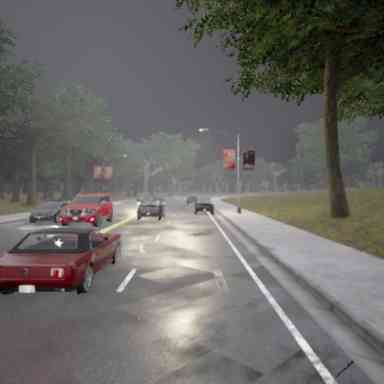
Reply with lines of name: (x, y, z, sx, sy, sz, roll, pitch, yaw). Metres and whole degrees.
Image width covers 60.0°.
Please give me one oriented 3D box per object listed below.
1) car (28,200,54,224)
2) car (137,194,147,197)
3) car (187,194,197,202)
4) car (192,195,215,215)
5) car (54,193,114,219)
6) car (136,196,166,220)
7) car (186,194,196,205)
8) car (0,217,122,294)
car: (-9.840, 1.381, 23.792, 1.837, 1.490, 4.892, 0, 0, 0)
car: (-9.727, 1.209, 65.701, 2.128, 1.511, 4.902, 0, 0, 1)
car: (0.072, 1.149, 67.897, 1.882, 1.535, 5.008, 0, 0, 3)
car: (1.148, 1.343, 32.155, 1.837, 1.490, 4.892, 0, 0, 0)
car: (-6.592, 1.109, 21.544, 2.150, 2.045, 5.566, 0, 0, 0)
car: (-3.142, 1.356, 26.361, 2.128, 1.511, 4.902, 0, 0, 0)
car: (0.019, 1.247, 51.837, 2.128, 1.511, 4.902, 0, 0, 0)
car: (-3.148, 1.554, 8.577, 1.895, 1.301, 4.718, 0, 0, 0)
